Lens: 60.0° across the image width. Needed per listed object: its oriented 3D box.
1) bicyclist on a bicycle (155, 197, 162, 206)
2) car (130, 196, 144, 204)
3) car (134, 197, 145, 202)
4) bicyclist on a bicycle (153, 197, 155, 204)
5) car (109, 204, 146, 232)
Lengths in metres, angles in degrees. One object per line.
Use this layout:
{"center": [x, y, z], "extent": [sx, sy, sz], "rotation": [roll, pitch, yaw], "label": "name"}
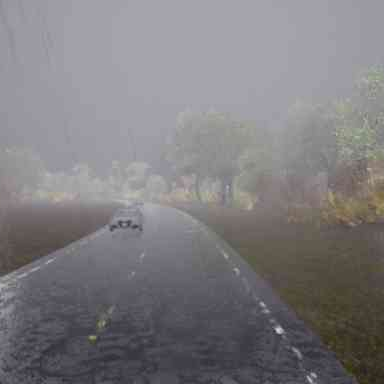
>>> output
{"center": [-5.898, 1.727, 61.127], "extent": [0.866, 1.612, 1.509], "rotation": [0, 0, -12], "label": "bicyclist on a bicycle"}
{"center": [-9.911, 1.847, 61.462], "extent": [2.033, 1.411, 5.357], "rotation": [0, 0, -12], "label": "car"}
{"center": [-13.816, 1.981, 87.400], "extent": [1.895, 1.301, 4.718], "rotation": [0, 0, -19], "label": "car"}
{"center": [-7.979, 1.781, 69.960], "extent": [0.582, 1.620, 1.656], "rotation": [0, 0, -14], "label": "bicyclist on a bicycle"}
{"center": [-3.999, 1.676, 21.069], "extent": [1.994, 1.385, 4.181], "rotation": [0, 0, -4], "label": "car"}
